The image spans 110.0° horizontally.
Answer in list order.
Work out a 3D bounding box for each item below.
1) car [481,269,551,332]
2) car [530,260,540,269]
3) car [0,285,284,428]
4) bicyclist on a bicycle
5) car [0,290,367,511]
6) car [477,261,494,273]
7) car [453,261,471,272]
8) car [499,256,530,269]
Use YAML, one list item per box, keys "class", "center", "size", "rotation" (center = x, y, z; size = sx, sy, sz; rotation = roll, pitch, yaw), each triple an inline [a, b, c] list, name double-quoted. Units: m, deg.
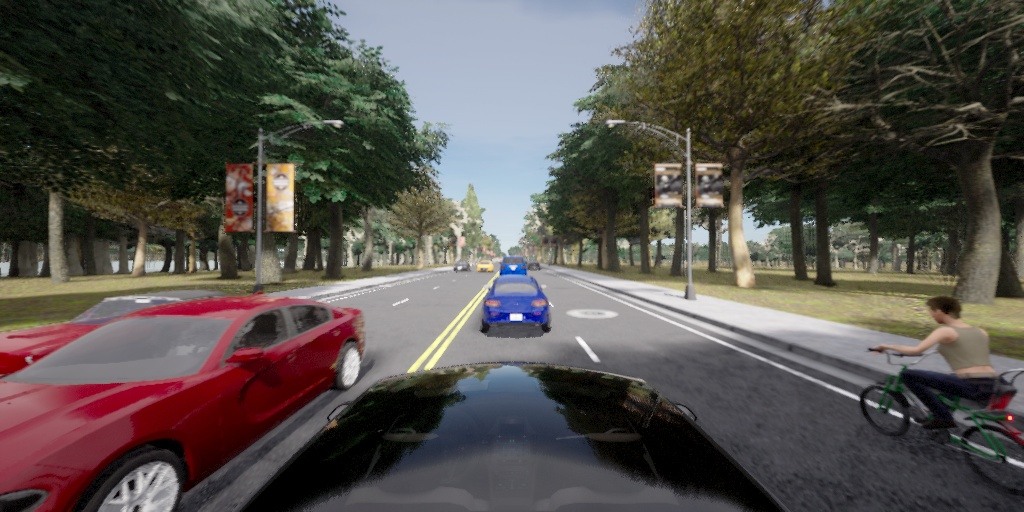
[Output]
- class: "car"
  center: [0.100, 1.292, 10.816]
  size: [1.812, 1.442, 4.674]
  rotation: [0, 0, 0]
- class: "car"
  center: [3.353, 1.416, 56.143]
  size: [1.837, 1.490, 4.892]
  rotation: [0, 0, 0]
- class: "car"
  center: [-6.598, 1.359, 6.539]
  size: [1.895, 1.301, 4.718]
  rotation: [0, 0, 0]
- class: "bicyclist on a bicycle"
  center: [4.147, 1.189, 3.525]
  size: [0.866, 1.612, 1.509]
  rotation: [0, 0, 0]
- class: "car"
  center: [-3.348, 1.231, 3.940]
  size: [1.882, 1.535, 5.008]
  rotation: [0, 0, 0]
- class: "car"
  center: [-3.332, 1.346, 45.446]
  size: [1.882, 1.535, 5.008]
  rotation: [0, 0, 0]
- class: "car"
  center: [-6.578, 1.368, 47.691]
  size: [2.128, 1.511, 4.902]
  rotation: [0, 0, 0]
- class: "car"
  center: [0.101, 1.036, 29.665]
  size: [2.150, 2.045, 5.566]
  rotation: [0, 0, 0]
